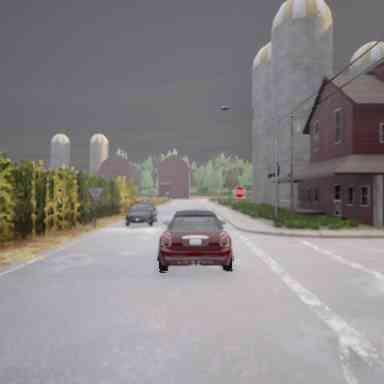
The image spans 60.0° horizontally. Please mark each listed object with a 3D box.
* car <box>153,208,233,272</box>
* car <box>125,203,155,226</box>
[{"bbox_3d":[0.095,1.374,11.095,2.097,1.767,4.553,0,0,0],"label":"car"},{"bbox_3d":[-3.583,1.570,24.214,1.837,1.490,4.892,0,0,0],"label":"car"}]
